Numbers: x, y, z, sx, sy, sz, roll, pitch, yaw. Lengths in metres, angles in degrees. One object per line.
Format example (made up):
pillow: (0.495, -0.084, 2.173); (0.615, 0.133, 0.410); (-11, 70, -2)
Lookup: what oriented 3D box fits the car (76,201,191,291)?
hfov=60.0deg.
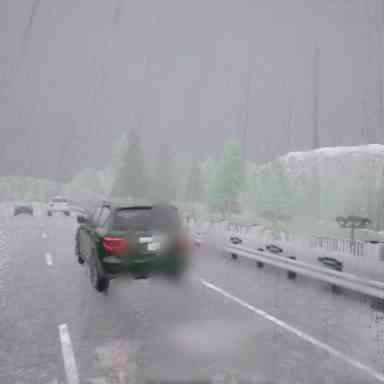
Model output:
car: (-1.934, 1.267, 9.493); (2.150, 2.045, 5.566); (1, -1, -25)

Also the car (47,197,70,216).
car: (-15.354, 1.634, 38.180); (2.150, 2.045, 5.566); (1, -2, -25)

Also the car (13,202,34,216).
car: (-19.206, 1.907, 38.116); (1.812, 1.442, 4.674); (1, -1, -25)
